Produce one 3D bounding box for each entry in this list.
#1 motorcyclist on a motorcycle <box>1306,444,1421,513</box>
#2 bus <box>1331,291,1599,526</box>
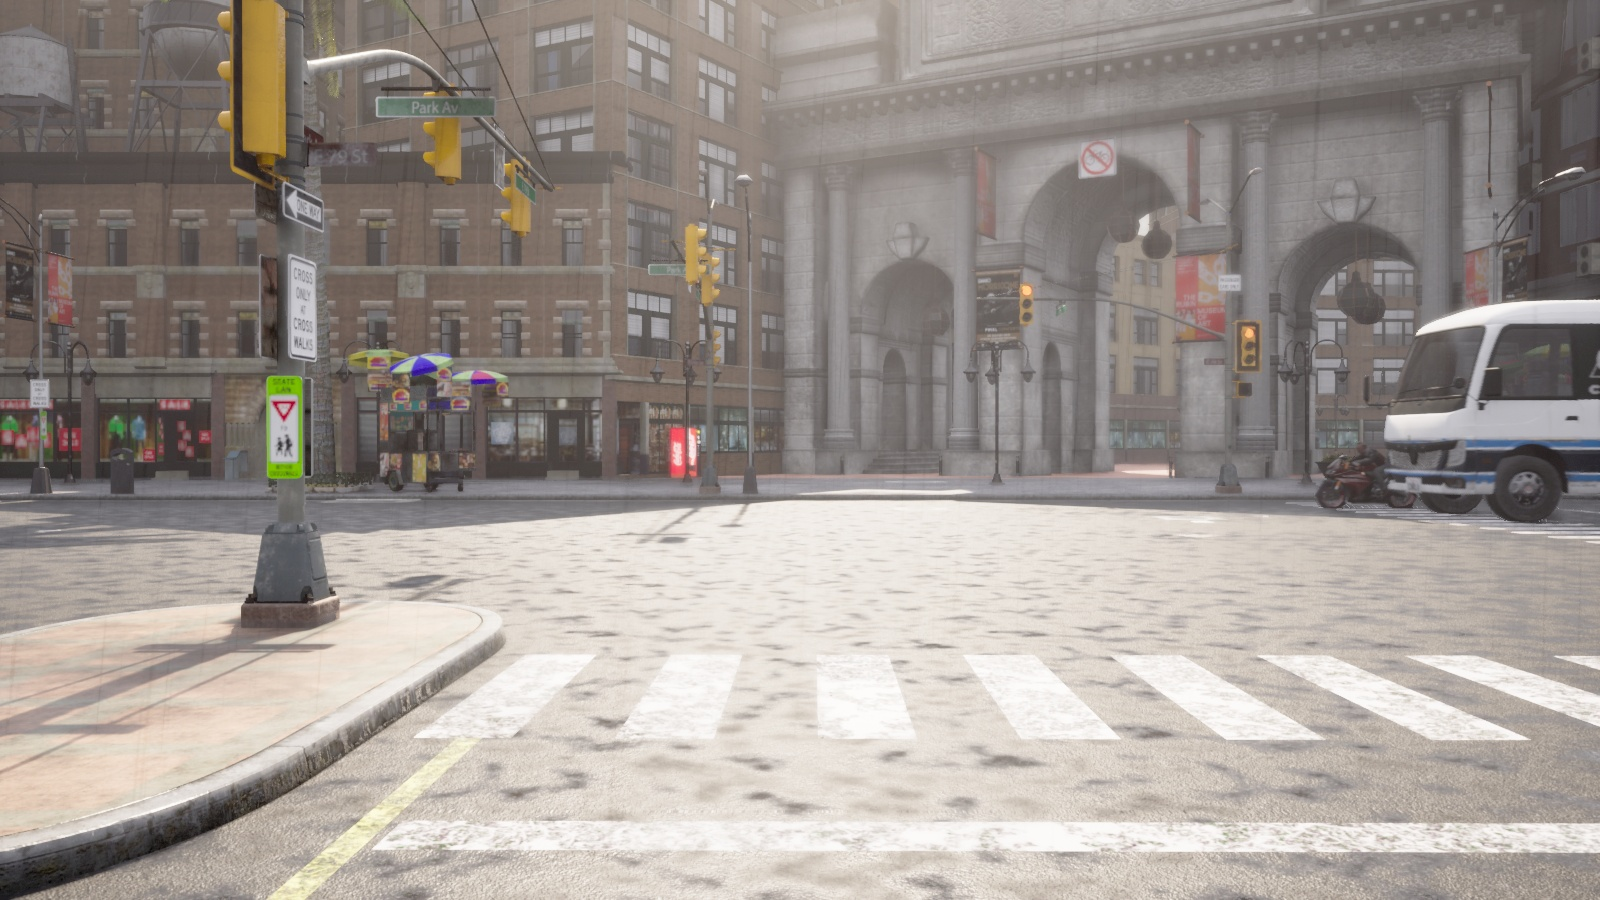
[{"bbox_3d":[12.645,0.632,28.236,2.191,1.530,0.866,0,0,1],"label":"motorcyclist on a motorcycle"},{"bbox_3d":[16.416,-0.756,24.675,10.273,4.253,3.944,0,0,1],"label":"bus"}]
